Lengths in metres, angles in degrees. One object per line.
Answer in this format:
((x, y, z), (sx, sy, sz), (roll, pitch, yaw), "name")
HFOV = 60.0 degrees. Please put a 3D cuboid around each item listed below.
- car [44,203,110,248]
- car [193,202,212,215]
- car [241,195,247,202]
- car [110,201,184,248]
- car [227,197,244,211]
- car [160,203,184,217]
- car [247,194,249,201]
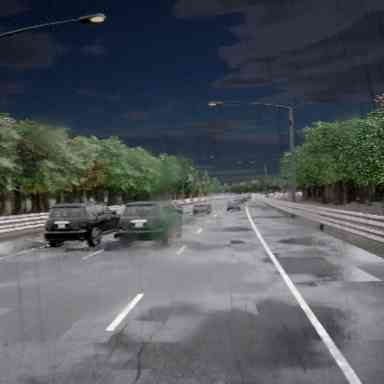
((-5.280, 1.573, 17.011), (2.150, 2.045, 5.566), (-2, 0, 7), "car")
((1.266, 1.869, 38.876), (2.128, 1.511, 4.902), (-2, -1, 8), "car")
((10.107, 1.764, 71.476), (2.097, 1.767, 4.553), (-2, 0, 10), "car")
((-1.841, 1.459, 16.322), (2.150, 2.045, 5.566), (-2, 0, 7), "car")
((5.800, 1.855, 46.043), (2.033, 1.411, 5.357), (-2, -1, 9), "car")
((-2.276, 2.049, 38.770), (1.994, 1.385, 4.181), (-2, -1, 8), "car")
((13.880, 1.942, 90.955), (1.837, 1.490, 4.892), (-2, 0, 12), "car")
